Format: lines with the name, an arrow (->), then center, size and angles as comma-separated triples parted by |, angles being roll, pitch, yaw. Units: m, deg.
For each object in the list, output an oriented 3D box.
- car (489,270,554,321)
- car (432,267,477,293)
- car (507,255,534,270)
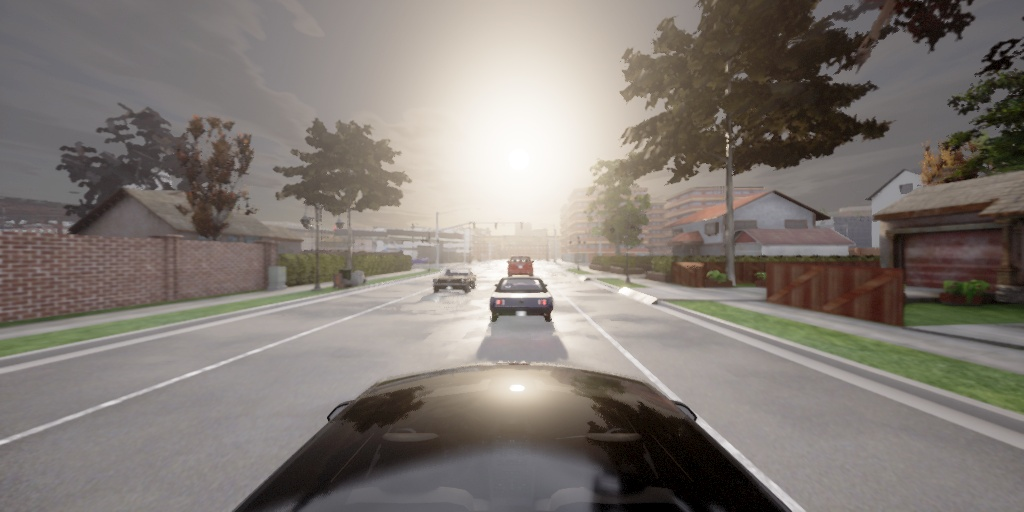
car -> 0.310, 1.348, 12.422 | 1.895, 1.301, 4.718 | 0, 0, 1
car -> -3.199, 1.345, 20.701 | 1.895, 1.301, 4.718 | 0, 0, 1
car -> 0.719, 0.960, 30.667 | 2.150, 2.045, 5.566 | 0, 0, 1
